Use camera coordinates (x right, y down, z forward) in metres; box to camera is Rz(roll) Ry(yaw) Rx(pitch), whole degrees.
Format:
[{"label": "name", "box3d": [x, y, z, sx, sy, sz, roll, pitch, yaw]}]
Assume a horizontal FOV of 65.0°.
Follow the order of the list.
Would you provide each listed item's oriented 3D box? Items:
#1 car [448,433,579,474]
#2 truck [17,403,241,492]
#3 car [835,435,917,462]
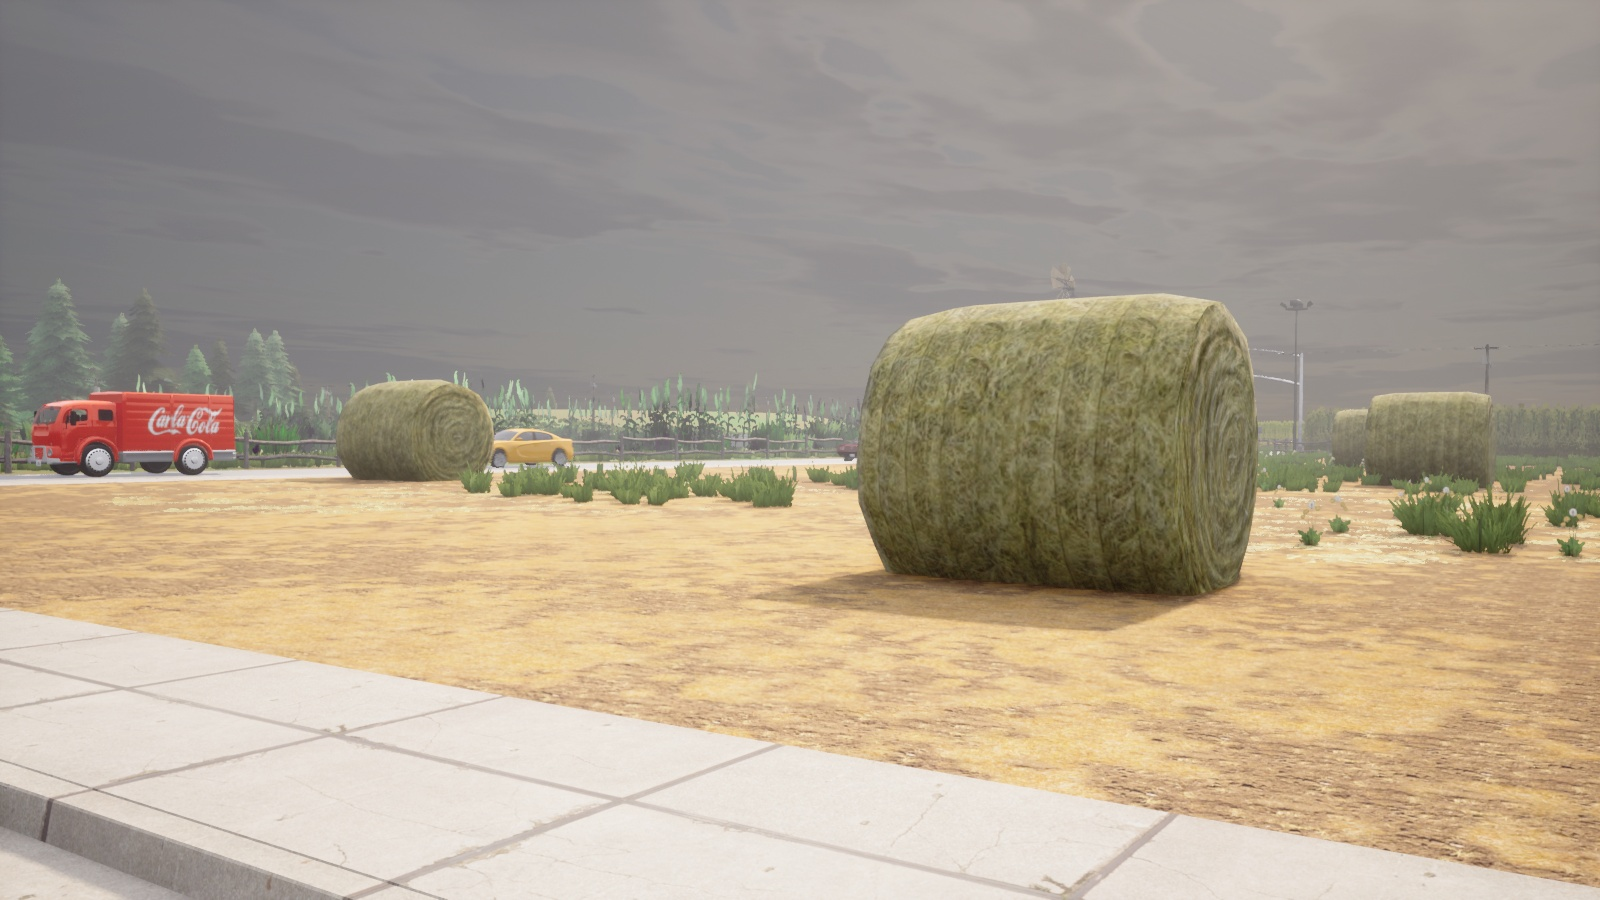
[{"label": "car", "box3d": [-11.170, 0.102, 49.292, 1.882, 1.535, 5.008, 0, 1, 36]}, {"label": "truck", "box3d": [-19.893, -0.124, 37.445, 2.627, 2.467, 5.204, 0, 1, 36]}, {"label": "car", "box3d": [3.933, -0.111, 63.896, 1.895, 1.301, 4.718, 0, 1, 36]}]
